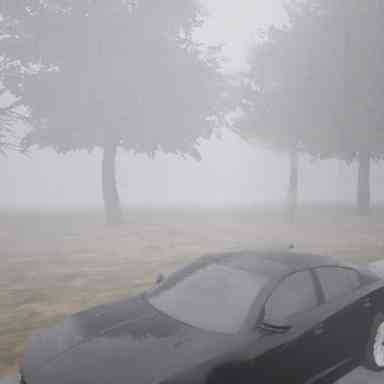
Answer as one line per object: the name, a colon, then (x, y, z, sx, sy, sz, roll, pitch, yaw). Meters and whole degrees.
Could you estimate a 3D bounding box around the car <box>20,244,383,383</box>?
car: (0.695, 1.477, 4.032, 5.008, 1.535, 1.882, 0, 0, -37)
